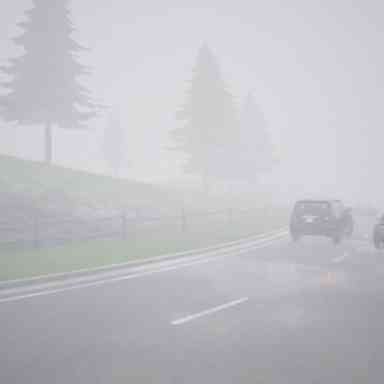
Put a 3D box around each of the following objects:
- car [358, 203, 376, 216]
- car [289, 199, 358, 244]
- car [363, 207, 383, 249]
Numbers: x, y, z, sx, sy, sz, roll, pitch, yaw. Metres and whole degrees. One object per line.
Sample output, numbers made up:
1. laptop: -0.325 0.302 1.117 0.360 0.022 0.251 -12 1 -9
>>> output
1. car: 17.362 1.766 33.326 1.994 1.385 4.181 -1 -1 33
2. car: 6.684 1.346 16.890 2.150 2.045 5.566 -1 -1 34
3. car: 9.089 1.567 14.386 2.128 1.511 4.902 -1 -1 35
